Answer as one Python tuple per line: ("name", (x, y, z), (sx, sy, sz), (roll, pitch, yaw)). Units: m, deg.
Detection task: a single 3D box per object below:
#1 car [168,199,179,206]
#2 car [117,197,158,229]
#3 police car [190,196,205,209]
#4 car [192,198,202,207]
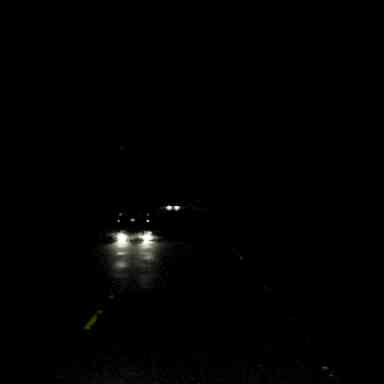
("car", (-3.609, 2.035, 63.792), (1.895, 1.301, 4.718), (0, 0, 0))
("car", (-3.631, 1.370, 23.104), (2.150, 2.045, 5.566), (0, 0, 0))
("police car", (0.978, 1.777, 52.338), (1.930, 1.638, 5.238), (0, 0, 0))
("car", (0.965, 1.949, 62.228), (1.812, 1.442, 4.674), (0, 0, 0))
